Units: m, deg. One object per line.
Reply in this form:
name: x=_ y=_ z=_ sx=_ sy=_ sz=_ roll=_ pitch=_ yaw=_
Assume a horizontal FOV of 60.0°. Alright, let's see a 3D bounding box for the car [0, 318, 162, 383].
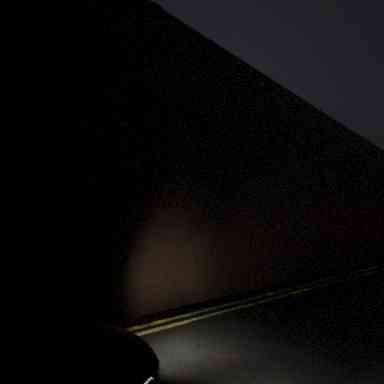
car: x=-2.374 y=1.520 z=2.054 sx=4.674 sy=1.442 sz=1.812 roll=0 pitch=0 yaw=-36
